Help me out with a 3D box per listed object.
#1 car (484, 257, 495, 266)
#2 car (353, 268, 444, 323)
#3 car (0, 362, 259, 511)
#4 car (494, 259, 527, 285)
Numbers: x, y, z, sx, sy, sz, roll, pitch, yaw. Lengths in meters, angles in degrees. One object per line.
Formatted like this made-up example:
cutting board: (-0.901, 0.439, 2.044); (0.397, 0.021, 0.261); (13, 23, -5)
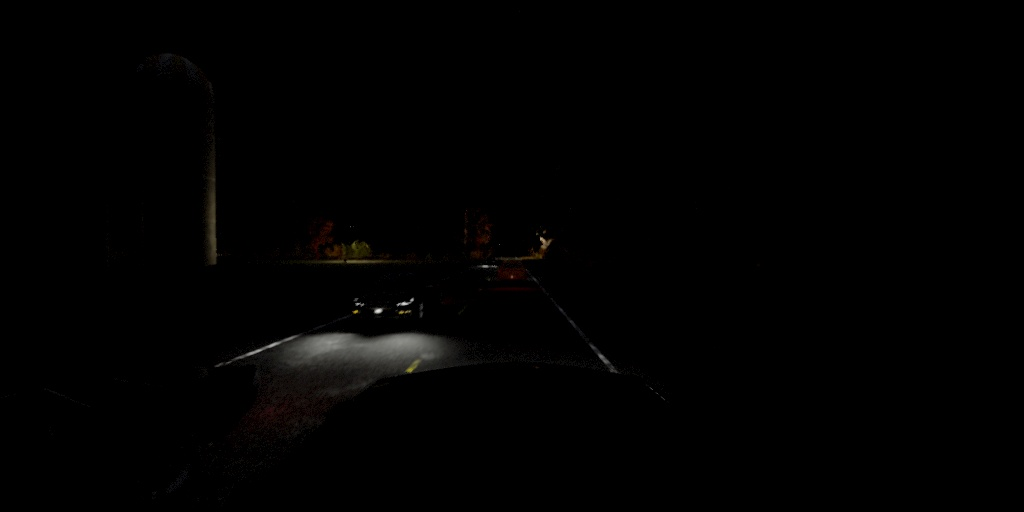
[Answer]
car: (-3.510, 0.838, 59.330); (1.812, 1.442, 4.674); (0, 1, 0)
car: (-3.514, 1.185, 11.895); (1.837, 1.490, 4.892); (0, 0, 0)
car: (-3.581, 1.352, 1.485); (1.895, 1.301, 4.718); (0, 0, 0)
car: (0.009, 1.069, 24.158); (1.882, 1.535, 5.008); (0, 1, 0)
